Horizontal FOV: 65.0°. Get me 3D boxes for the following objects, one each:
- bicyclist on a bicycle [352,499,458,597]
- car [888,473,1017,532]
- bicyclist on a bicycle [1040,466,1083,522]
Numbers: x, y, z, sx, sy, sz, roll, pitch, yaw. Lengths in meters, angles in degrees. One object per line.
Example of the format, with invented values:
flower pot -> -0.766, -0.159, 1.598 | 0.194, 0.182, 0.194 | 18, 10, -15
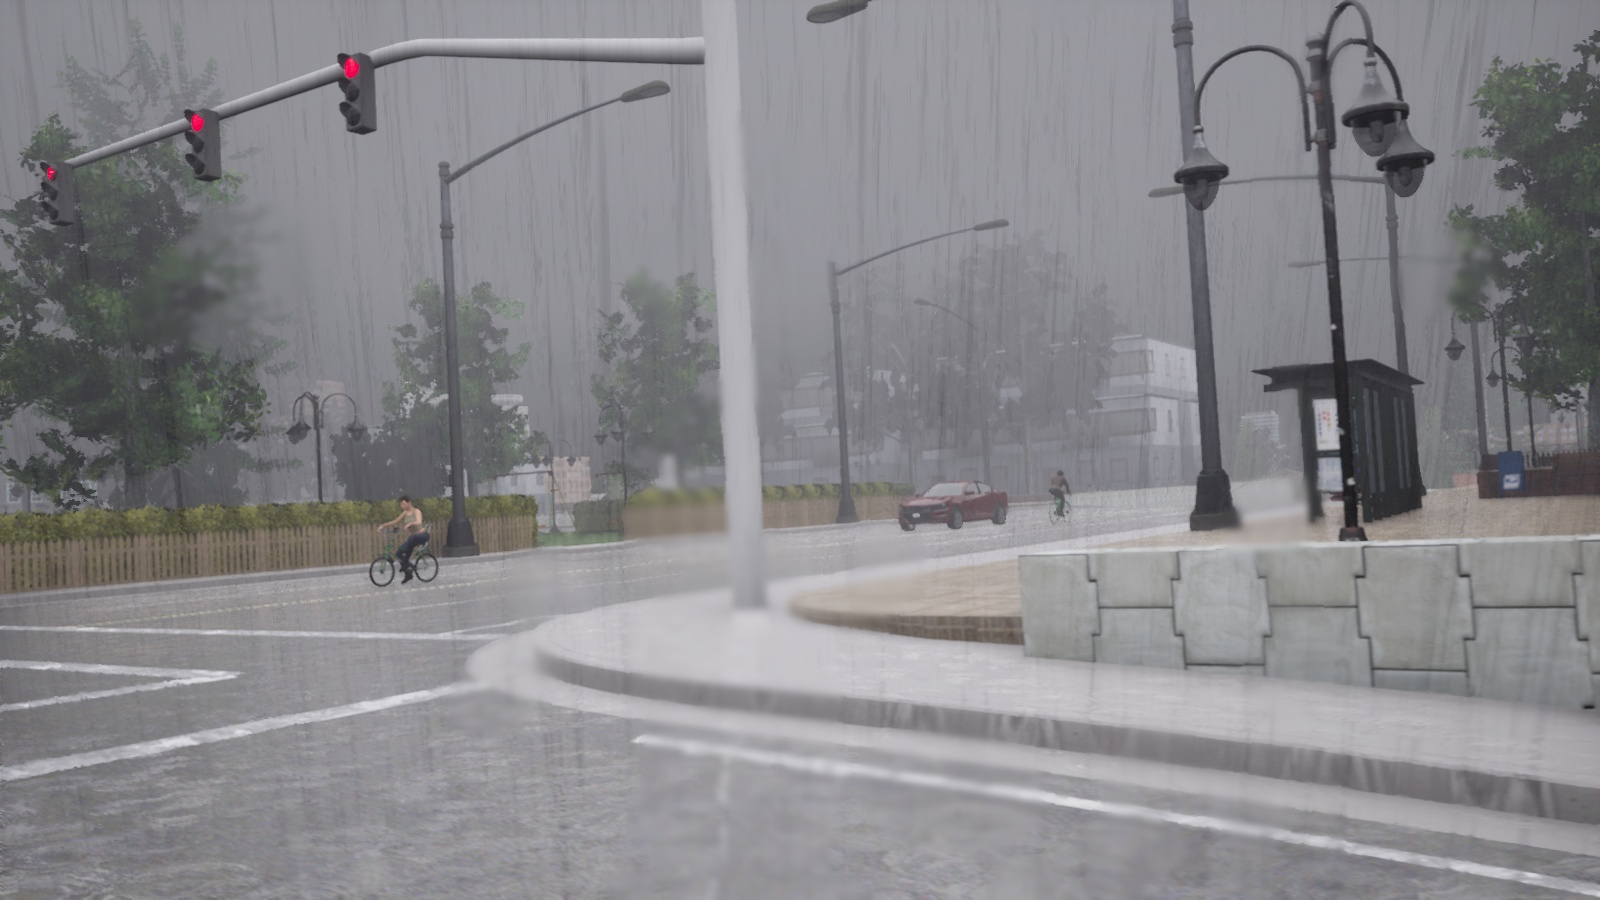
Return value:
bicyclist on a bicycle -> -7.052, 1.739, 22.469 | 0.866, 1.612, 1.509 | -6, -3, 35
car -> 4.931, 1.634, 39.986 | 1.882, 1.535, 5.008 | -6, -3, 34
bicyclist on a bicycle -> 7.969, 1.317, 38.253 | 0.582, 1.620, 1.656 | -6, -3, 34
